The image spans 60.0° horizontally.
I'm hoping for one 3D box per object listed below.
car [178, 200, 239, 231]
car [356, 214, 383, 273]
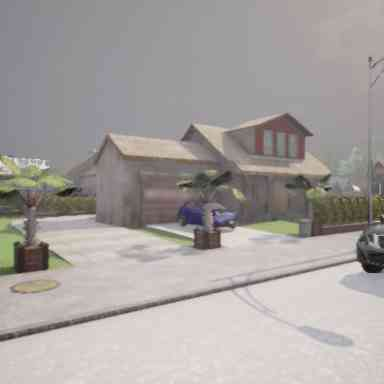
[{"bbox_3d":[0.872,1.201,18.080,1.845,1.501,3.633,0,0,-38],"label":"car"},{"bbox_3d":[7.075,1.250,9.618,5.566,2.045,2.150,0,0,-35],"label":"car"}]
